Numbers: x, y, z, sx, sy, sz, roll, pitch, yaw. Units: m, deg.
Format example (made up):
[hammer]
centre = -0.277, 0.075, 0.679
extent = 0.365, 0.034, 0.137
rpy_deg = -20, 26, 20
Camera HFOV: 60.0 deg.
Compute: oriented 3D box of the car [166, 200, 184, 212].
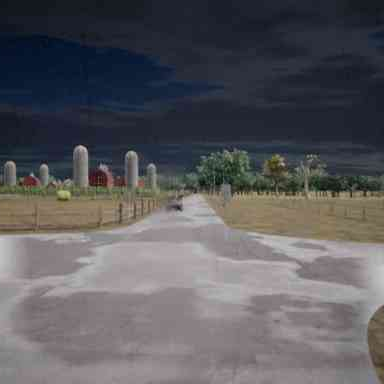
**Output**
[car]
centre = -1.963, 1.637, 38.633
extent = 1.895, 1.301, 4.718
rpy_deg = 0, 0, 1
